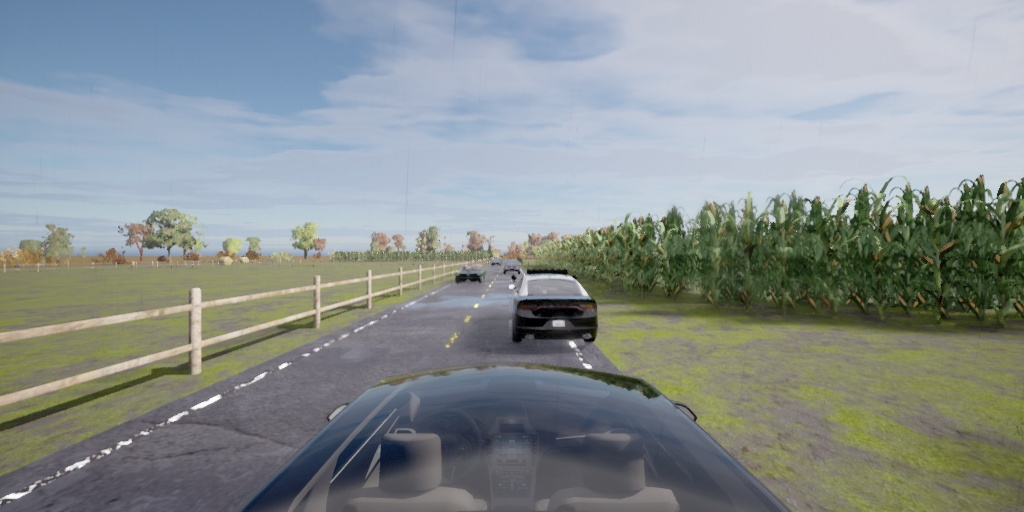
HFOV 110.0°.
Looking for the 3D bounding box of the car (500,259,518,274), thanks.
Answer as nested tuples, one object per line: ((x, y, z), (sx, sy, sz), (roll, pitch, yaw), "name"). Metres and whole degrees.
((-0.016, 1.255, 40.443), (2.033, 1.411, 5.357), (0, 0, 0), "car")

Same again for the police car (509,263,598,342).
((0.942, 1.166, 9.840), (1.930, 1.638, 5.238), (0, 0, 0), "police car")

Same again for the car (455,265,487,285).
((-2.914, 1.323, 25.967), (1.895, 1.301, 4.718), (0, 0, 0), "car")
